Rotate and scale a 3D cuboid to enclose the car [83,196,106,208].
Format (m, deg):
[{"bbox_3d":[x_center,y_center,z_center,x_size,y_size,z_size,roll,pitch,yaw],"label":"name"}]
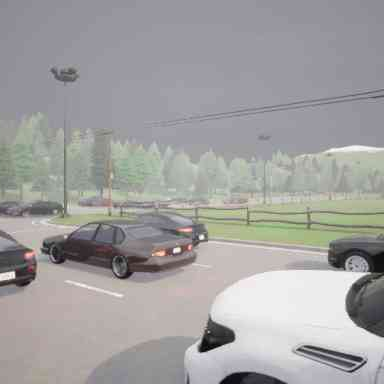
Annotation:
[{"bbox_3d":[-13.415,1.563,49.157,1.994,1.385,4.181,0,0,37],"label":"car"}]

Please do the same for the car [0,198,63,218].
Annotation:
[{"bbox_3d":[-14.098,1.506,30.039,1.837,1.490,4.892,0,-1,33],"label":"car"}]

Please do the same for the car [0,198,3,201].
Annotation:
[{"bbox_3d":[-17.663,1.505,30.966,1.837,1.490,4.892,0,0,33],"label":"car"}]

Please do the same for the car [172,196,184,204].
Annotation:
[{"bbox_3d":[-2.823,1.564,63.151,1.994,1.385,4.181,0,0,37],"label":"car"}]

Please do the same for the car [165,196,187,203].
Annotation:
[{"bbox_3d":[-3.232,1.525,68.330,1.812,1.442,4.674,0,0,37],"label":"car"}]

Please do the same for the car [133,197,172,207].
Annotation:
[{"bbox_3d":[-5.054,1.564,42.805,1.994,1.385,4.181,0,0,37],"label":"car"}]

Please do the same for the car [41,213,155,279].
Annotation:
[{"bbox_3d":[-2.406,1.547,10.066,5.357,1.411,2.033,0,0,37],"label":"car"}]

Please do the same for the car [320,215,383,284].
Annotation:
[{"bbox_3d":[6.039,1.478,8.254,5.008,1.535,1.882,0,0,36],"label":"car"}]

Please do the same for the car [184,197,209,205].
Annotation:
[{"bbox_3d":[1.122,1.563,56.796,1.994,1.385,4.181,0,0,37],"label":"car"}]

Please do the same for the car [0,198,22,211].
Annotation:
[{"bbox_3d":[-23.670,1.525,40.934,1.812,1.442,4.674,0,0,35],"label":"car"}]

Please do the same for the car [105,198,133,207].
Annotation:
[{"bbox_3d":[-8.599,1.600,43.916,1.895,1.301,4.718,0,0,37],"label":"car"}]

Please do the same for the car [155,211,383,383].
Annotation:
[{"bbox_3d":[2.584,1.223,2.105,5.566,2.045,2.150,0,0,36],"label":"car"}]

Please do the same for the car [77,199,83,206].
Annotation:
[{"bbox_3d":[-15.607,1.353,52.063,2.097,1.767,4.553,0,0,37],"label":"car"}]

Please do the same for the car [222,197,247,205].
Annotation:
[{"bbox_3d":[7.288,1.601,59.143,1.895,1.301,4.718,0,0,37],"label":"car"}]

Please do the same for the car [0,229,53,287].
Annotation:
[{"bbox_3d":[-5.567,1.526,8.059,4.674,1.442,1.812,0,0,36],"label":"car"}]

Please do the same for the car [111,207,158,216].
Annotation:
[{"bbox_3d":[-1.493,1.526,13.753,4.674,1.442,1.812,0,0,36],"label":"car"}]

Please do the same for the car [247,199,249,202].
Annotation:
[{"bbox_3d":[9.847,1.598,68.209,1.895,1.301,4.718,0,0,37],"label":"car"}]
